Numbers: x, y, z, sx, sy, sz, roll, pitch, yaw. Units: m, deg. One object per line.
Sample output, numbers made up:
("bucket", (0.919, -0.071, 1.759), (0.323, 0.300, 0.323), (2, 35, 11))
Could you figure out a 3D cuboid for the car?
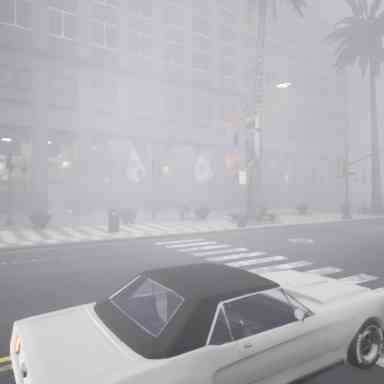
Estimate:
("car", (0.481, 1.601, 4.134), (4.718, 1.301, 1.895), (0, 0, -33))
